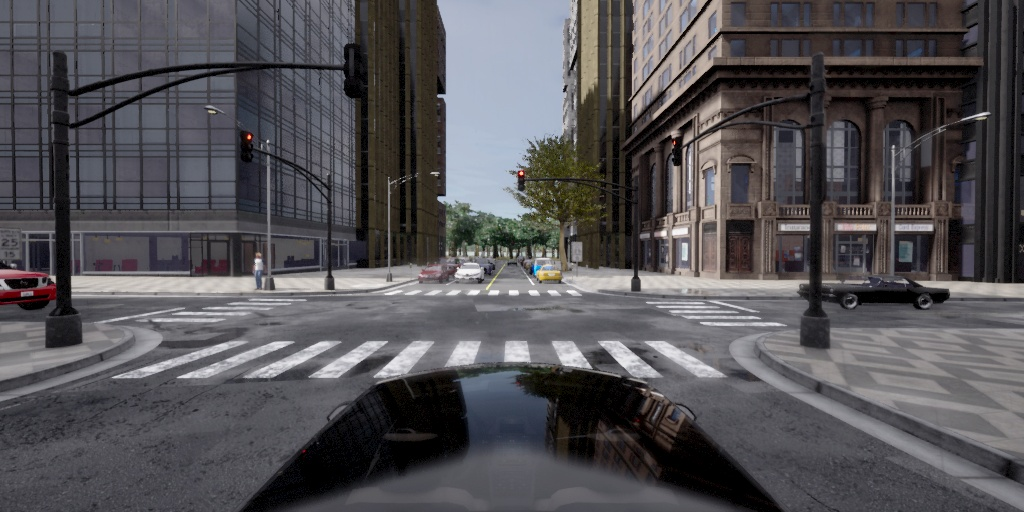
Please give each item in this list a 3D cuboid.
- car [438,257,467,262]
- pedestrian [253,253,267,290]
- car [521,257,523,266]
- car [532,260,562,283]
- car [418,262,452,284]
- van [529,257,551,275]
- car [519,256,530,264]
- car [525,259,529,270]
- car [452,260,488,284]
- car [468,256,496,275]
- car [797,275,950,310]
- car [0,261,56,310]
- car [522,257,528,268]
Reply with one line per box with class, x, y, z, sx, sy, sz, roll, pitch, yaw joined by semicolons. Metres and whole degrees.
car;-5.782;1.034;32.635;2.192;1.841;5.009;0;0;0
pedestrian;-12.533;0.741;17.779;0.375;1.860;0.375;0;0;0
car;2.729;1.213;55.366;1.888;1.381;4.507;0;0;0
car;2.747;1.254;27.138;1.751;1.417;4.829;0;0;0
car;-5.779;1.311;26.954;1.802;1.307;4.207;0;0;0
van;2.743;1.060;32.649;1.690;1.789;3.998;0;0;0
car;2.726;1.202;61.046;2.007;1.370;4.403;0;0;0
car;2.740;1.275;38.328;1.948;1.339;4.313;0;0;0
car;-3.112;1.254;27.199;1.812;1.442;4.674;0;0;0
car;-3.119;1.063;37.459;2.097;1.767;4.553;0;0;0
car;14.702;1.444;14.820;4.718;1.301;1.895;0;1;0
car;-18.381;0.842;11.526;5.566;2.045;2.150;1;1;0
car;2.733;1.208;49.857;1.751;1.417;4.829;0;0;0
